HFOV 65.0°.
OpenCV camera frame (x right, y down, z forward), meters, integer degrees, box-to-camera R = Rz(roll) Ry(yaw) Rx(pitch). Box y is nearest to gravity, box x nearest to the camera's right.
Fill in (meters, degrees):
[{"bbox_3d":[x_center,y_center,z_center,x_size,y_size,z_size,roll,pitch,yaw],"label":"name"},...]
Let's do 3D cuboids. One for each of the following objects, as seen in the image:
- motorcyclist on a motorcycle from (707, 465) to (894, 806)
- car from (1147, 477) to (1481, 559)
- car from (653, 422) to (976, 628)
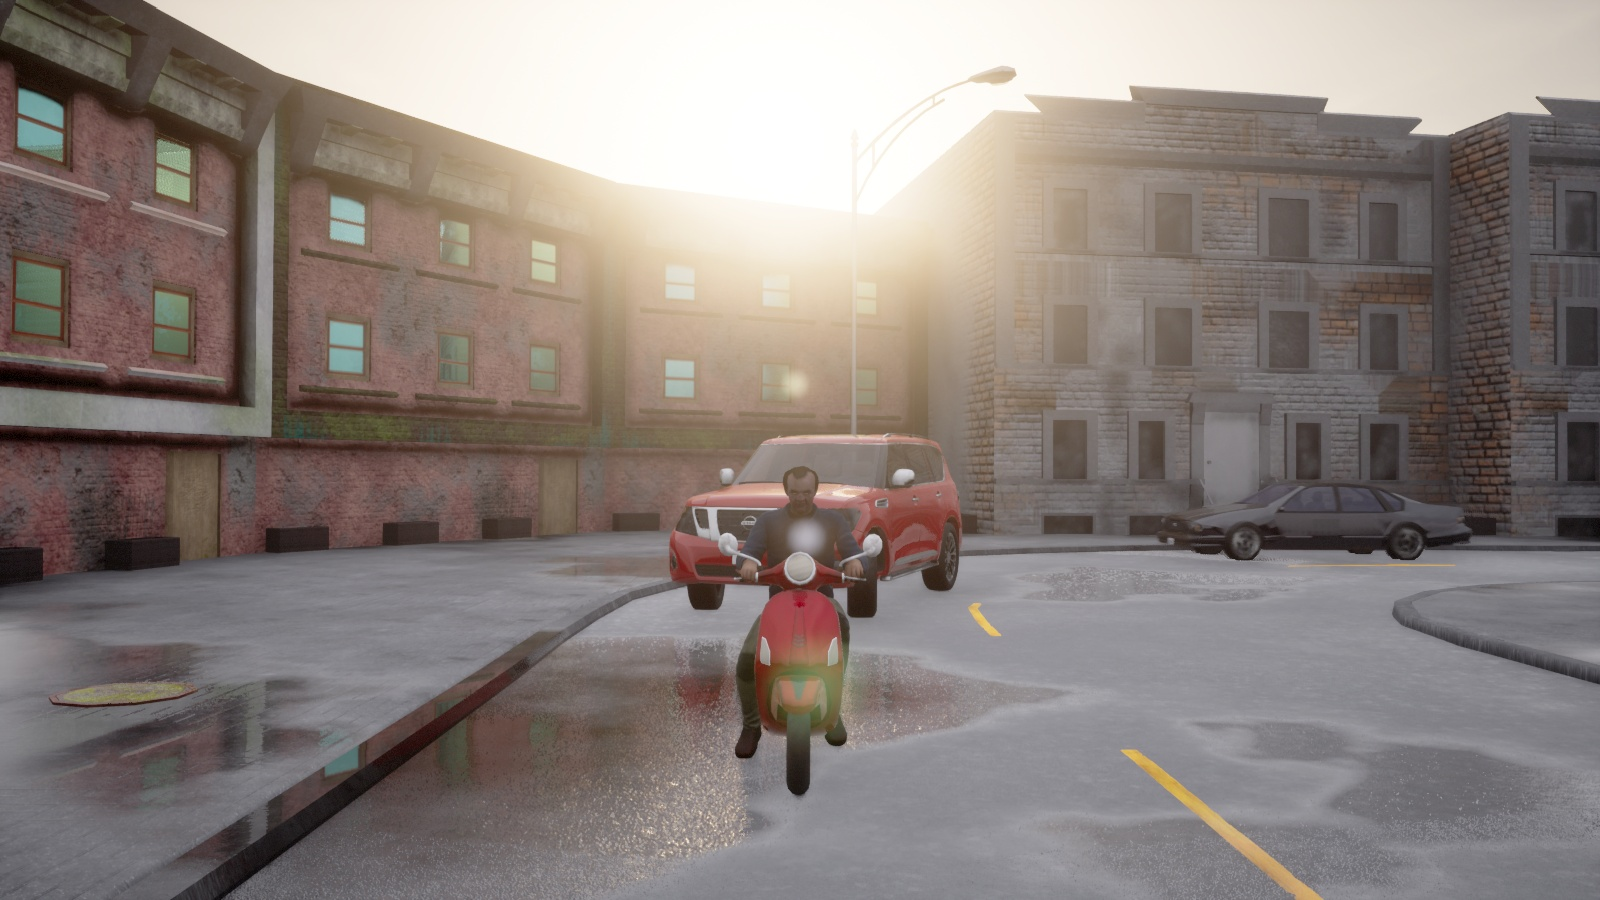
[{"bbox_3d":[0.009,0.882,6.778,0.866,1.590,1.817,0,-1,1],"label":"motorcyclist on a motorcycle"},{"bbox_3d":[9.387,1.214,23.208,5.357,1.411,2.033,0,-1,-4],"label":"car"},{"bbox_3d":[0.457,0.792,15.438,2.150,2.045,5.566,-1,-1,21],"label":"car"}]
